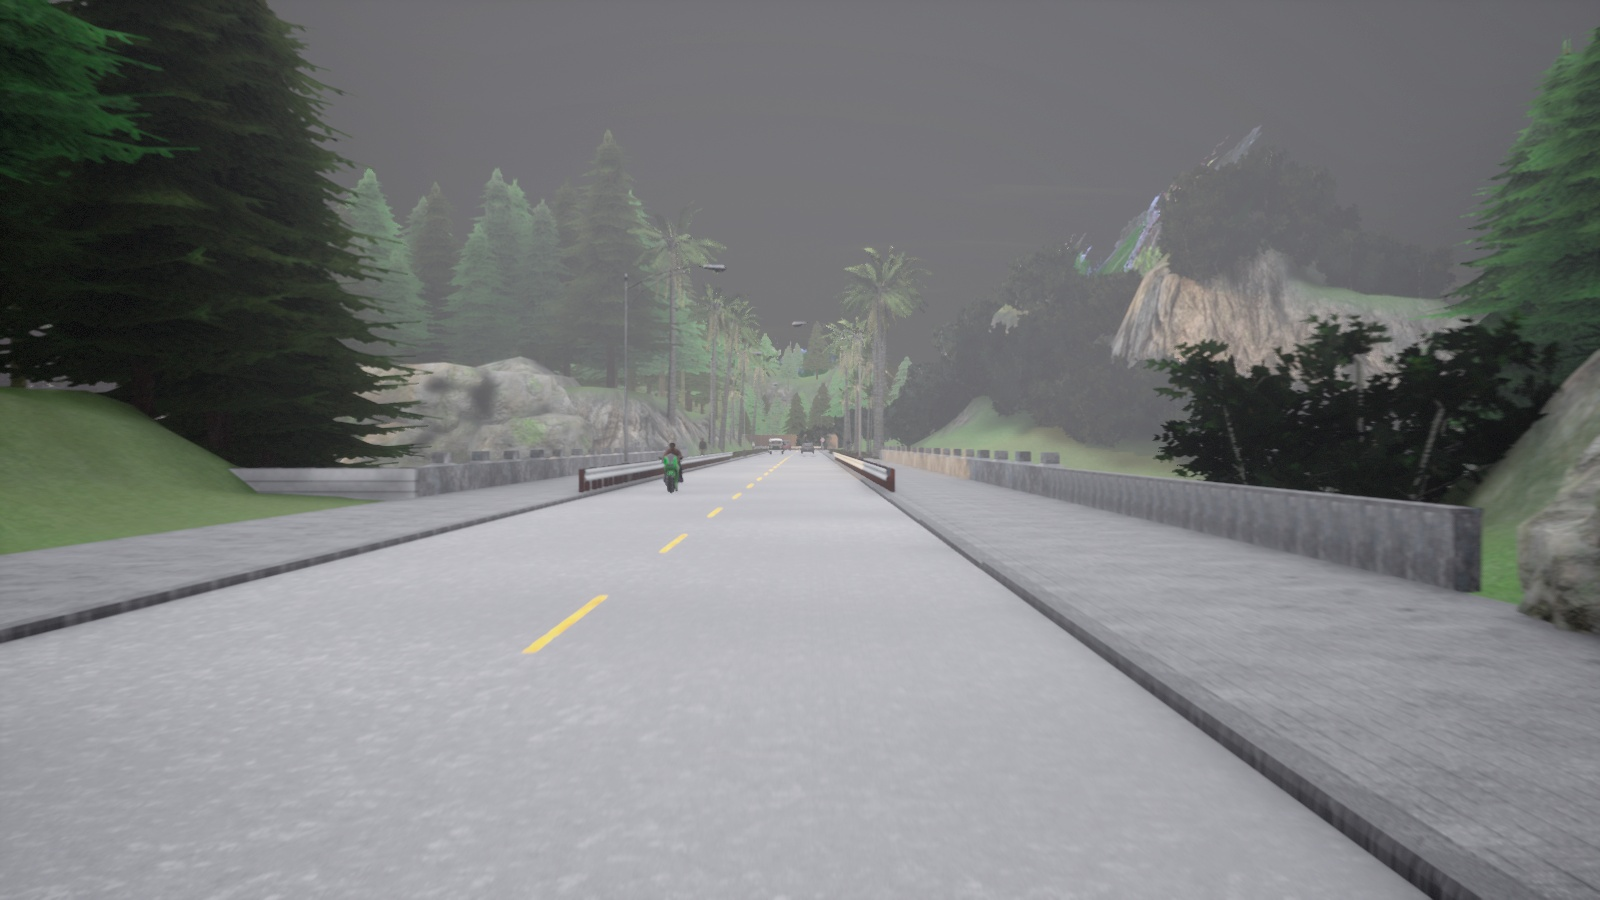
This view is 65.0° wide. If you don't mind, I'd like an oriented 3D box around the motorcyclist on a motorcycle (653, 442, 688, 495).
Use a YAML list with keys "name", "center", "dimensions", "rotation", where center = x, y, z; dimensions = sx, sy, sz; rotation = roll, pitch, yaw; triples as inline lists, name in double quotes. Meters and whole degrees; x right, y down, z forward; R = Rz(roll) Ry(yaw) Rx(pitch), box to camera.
- name: "motorcyclist on a motorcycle"
  center: [-3.768, 0.515, 36.779]
  dimensions: [0.797, 1.523, 2.044]
  rotation: [0, 0, 0]
